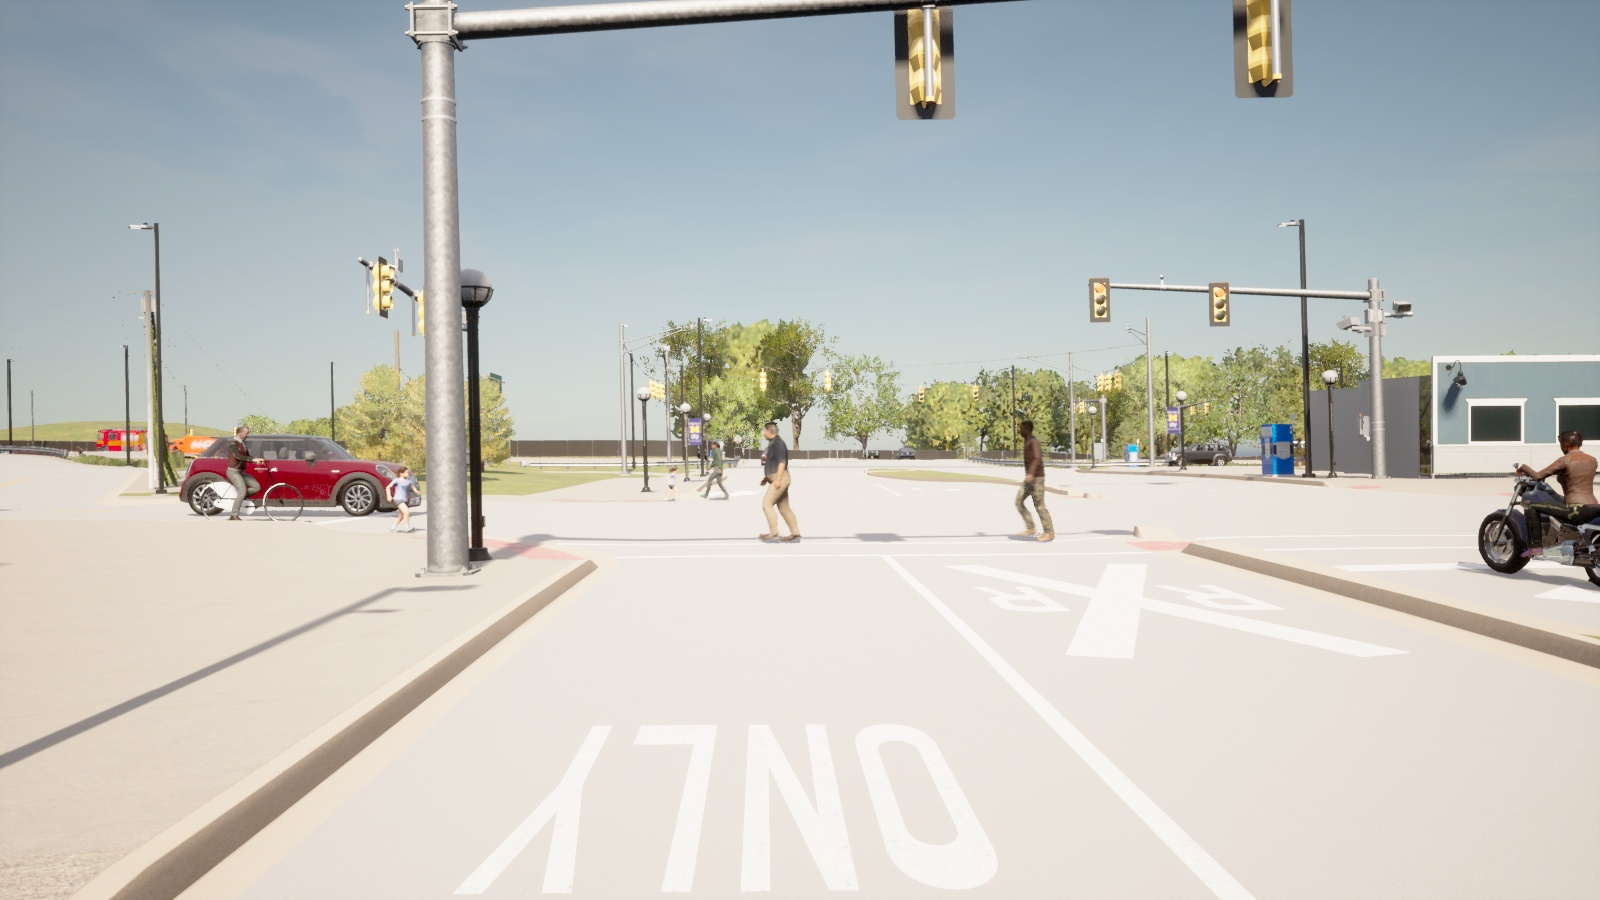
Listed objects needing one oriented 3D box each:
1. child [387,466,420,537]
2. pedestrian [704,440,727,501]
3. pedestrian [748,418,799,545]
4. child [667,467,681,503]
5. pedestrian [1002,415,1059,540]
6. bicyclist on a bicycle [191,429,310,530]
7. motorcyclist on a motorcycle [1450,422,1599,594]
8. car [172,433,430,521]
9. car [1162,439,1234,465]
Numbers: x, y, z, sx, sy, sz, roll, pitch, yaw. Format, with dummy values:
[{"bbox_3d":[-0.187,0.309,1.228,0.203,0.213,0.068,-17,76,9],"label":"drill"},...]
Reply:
[{"bbox_3d":[-6.288,0.808,19.897,0.394,1.110,0.255,-2,-1,23],"label":"child"},{"bbox_3d":[-2.570,0.623,38.062,0.614,1.847,0.353,-2,-1,1],"label":"pedestrian"},{"bbox_3d":[-0.394,0.467,18.868,0.694,1.848,0.540,-2,-1,-1],"label":"pedestrian"},{"bbox_3d":[-3.881,1.070,38.614,0.394,1.110,0.255,-2,-1,-7],"label":"child"},{"bbox_3d":[3.454,0.411,18.844,0.703,1.840,0.431,-2,-1,0],"label":"pedestrian"},{"bbox_3d":[-9.851,0.525,22.564,1.843,1.776,0.659,0,-1,-2],"label":"bicyclist on a bicycle"},{"bbox_3d":[7.965,0.535,13.254,0.766,1.649,2.350,-1,1,-6],"label":"motorcyclist on a motorcycle"},{"bbox_3d":[-10.302,0.550,26.207,4.553,1.767,2.097,0,-1,-2],"label":"car"},{"bbox_3d":[28.868,0.147,91.226,4.605,1.855,1.932,-1,-1,-1],"label":"car"}]
